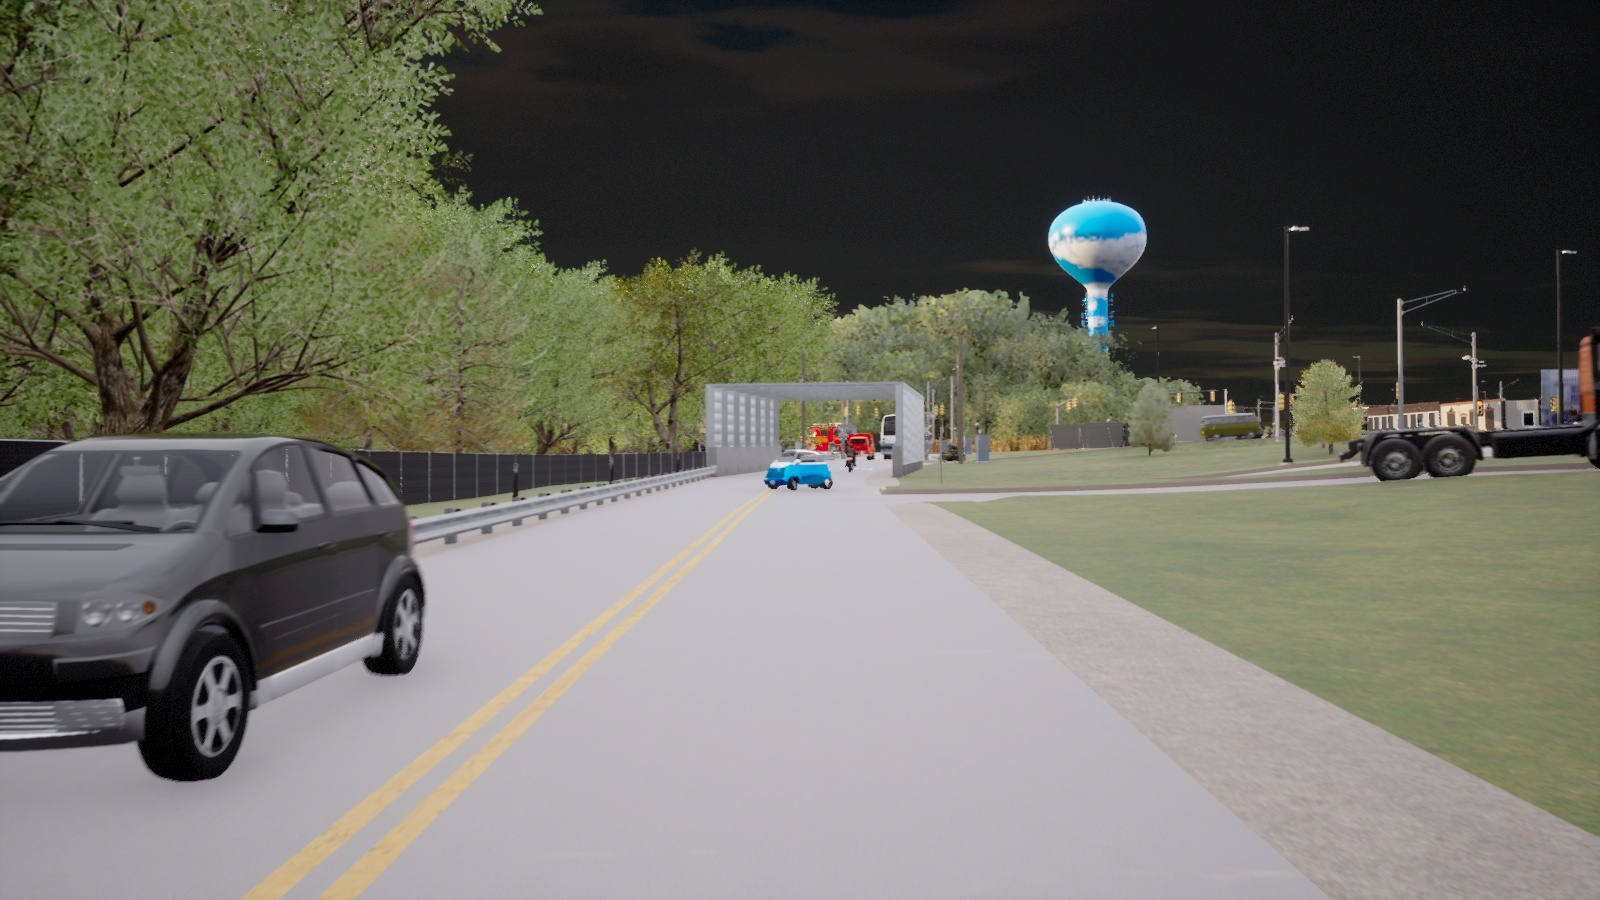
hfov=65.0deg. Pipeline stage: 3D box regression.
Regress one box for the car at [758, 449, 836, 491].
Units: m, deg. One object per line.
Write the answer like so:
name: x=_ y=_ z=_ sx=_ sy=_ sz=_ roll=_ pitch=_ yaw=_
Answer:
car: x=-0.105 y=0.672 z=42.588 sx=2.207 sy=1.376 sz=1.481 roll=0 pitch=-2 yaw=-36

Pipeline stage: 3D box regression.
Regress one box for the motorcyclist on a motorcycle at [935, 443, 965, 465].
motorcyclist on a motorcycle: x=11.683 y=0.315 z=97.651 sx=2.191 sy=1.530 sz=0.866 roll=-2 pitch=-1 yaw=1

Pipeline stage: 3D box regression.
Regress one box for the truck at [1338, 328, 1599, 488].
truck: x=17.737 y=-1.036 z=31.009 sx=7.936 sy=3.462 sz=2.891 roll=-4 pitch=0 yaw=22

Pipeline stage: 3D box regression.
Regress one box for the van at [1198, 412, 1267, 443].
van: x=32.216 y=-1.638 z=93.654 sx=4.442 sy=1.987 sz=1.775 roll=-3 pitch=-1 yaw=0

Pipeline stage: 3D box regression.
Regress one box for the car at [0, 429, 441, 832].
car: x=-3.376 y=0.686 z=6.707 sx=1.789 sy=1.549 sz=3.705 roll=0 pitch=0 yaw=1
